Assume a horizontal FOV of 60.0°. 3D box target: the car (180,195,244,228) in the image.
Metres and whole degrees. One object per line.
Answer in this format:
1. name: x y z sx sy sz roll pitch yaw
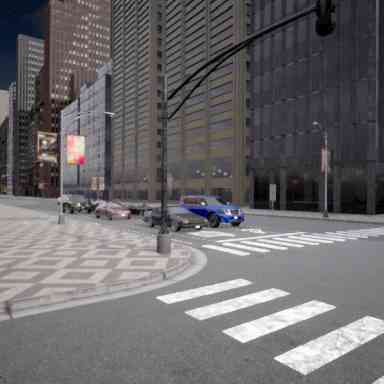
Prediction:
1. car: 1.120 1.268 23.073 2.150 2.045 5.566 1 -1 -36

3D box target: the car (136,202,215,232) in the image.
1. car: -1.209 1.568 20.752 2.033 1.411 5.357 1 -1 -35

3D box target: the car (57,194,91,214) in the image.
1. car: -13.117 1.323 37.452 2.150 2.045 5.566 1 -1 -36

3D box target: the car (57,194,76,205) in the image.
1. car: -24.719 1.489 65.204 2.150 2.045 5.566 1 -1 -36

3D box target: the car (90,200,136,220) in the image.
1. car: -6.900 1.584 28.723 1.812 1.442 4.674 1 -1 -35

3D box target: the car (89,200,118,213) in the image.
1. car: -10.604 1.652 39.520 1.812 1.442 4.674 1 -1 -35

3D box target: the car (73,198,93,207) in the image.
1. car: -18.673 1.733 56.739 1.837 1.490 4.892 1 -1 -36
